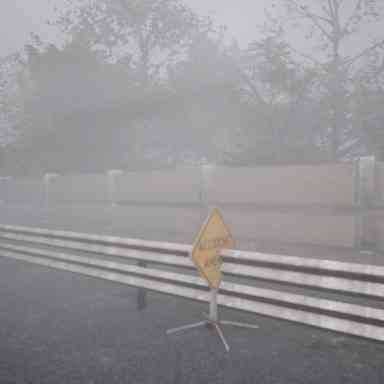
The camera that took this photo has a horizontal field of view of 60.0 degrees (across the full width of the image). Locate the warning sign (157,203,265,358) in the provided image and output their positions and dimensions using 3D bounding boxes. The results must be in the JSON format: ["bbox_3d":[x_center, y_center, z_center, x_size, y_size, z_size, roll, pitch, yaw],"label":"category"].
[{"bbox_3d":[0.312,1.122,4.935,1.060,1.860,1.300,0,0,36],"label":"warning sign"}]
